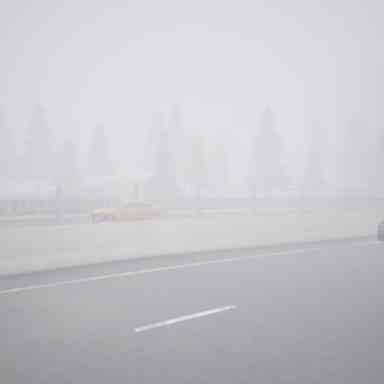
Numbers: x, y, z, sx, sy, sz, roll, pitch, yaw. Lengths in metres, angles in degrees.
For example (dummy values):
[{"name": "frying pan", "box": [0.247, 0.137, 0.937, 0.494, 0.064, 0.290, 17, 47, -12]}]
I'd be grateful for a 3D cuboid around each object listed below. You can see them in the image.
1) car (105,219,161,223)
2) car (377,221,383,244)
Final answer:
[{"name": "car", "box": [-4.071, 1.295, 21.894, 5.008, 1.535, 1.882, 0, 0, -30]}, {"name": "car", "box": [9.359, 1.447, 12.897, 4.902, 1.511, 2.128, 0, 0, -26]}]
